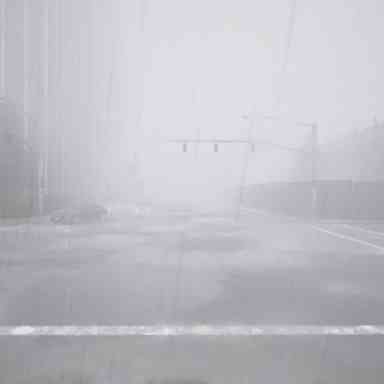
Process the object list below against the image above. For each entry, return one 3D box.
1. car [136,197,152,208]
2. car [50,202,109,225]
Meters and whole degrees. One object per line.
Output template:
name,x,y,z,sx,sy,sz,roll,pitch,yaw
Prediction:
car,-7.078,1.471,49.715,1.882,1.535,5.008,0,0,0
car,-8.163,1.569,24.577,1.837,1.490,4.892,4,2,23
